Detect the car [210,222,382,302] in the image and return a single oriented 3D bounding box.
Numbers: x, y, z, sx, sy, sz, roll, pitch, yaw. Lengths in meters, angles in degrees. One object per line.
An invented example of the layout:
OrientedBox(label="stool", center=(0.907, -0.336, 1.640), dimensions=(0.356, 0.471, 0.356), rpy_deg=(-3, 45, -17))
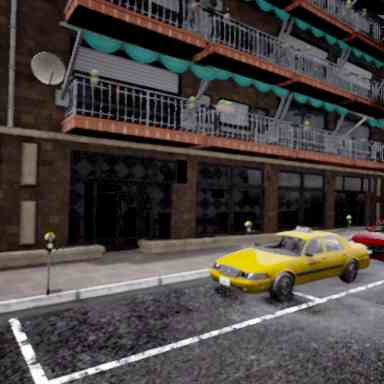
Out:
OrientedBox(label="car", center=(2.662, 1.590, 8.443), dimensions=(4.829, 1.417, 1.752), rpy_deg=(1, 1, -35))

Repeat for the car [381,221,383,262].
OrientedBox(label="car", center=(7.408, 1.664, 11.828), dimensions=(4.507, 1.381, 1.887), rpy_deg=(1, 1, -35))
